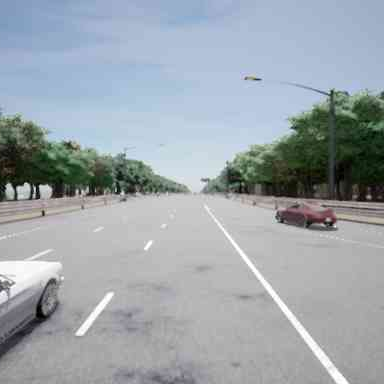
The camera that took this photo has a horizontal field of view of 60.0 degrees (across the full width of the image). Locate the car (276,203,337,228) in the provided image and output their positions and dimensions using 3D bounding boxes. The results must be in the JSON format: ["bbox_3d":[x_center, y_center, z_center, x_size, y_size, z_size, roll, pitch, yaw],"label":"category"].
[{"bbox_3d":[7.088,1.390,20.939,1.812,1.442,4.674,0,0,-15],"label":"car"}]

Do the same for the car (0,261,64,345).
[{"bbox_3d":[-3.400,1.572,4.338,1.895,1.301,4.718,0,0,0],"label":"car"}]
